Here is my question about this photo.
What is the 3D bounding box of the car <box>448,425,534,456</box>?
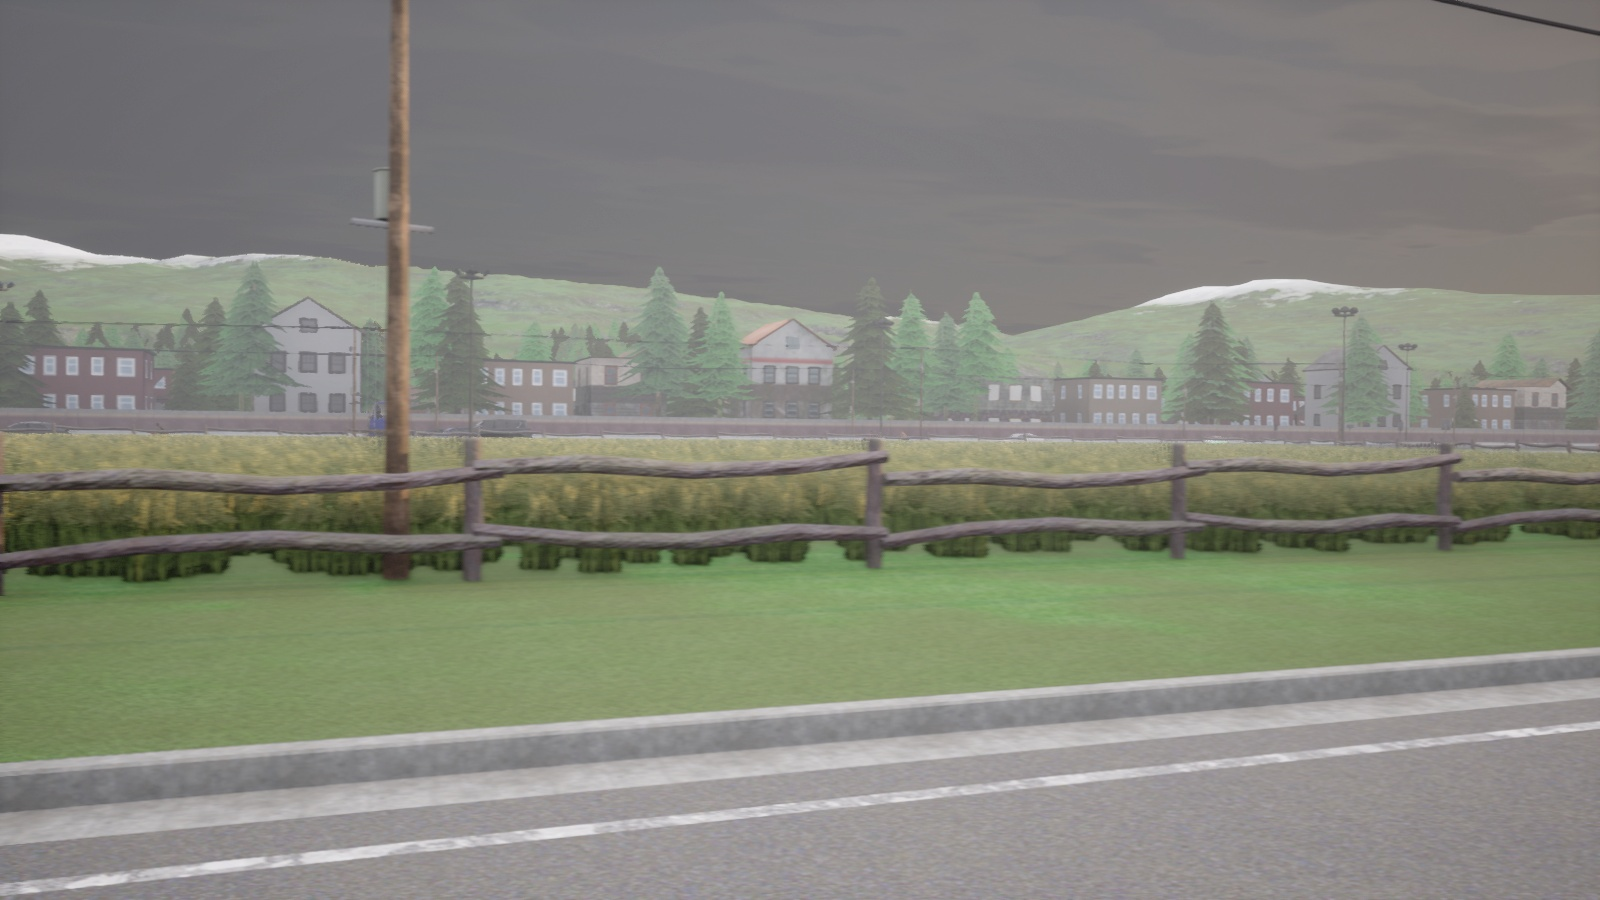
[{"bbox_3d":[-21.420,-0.668,87.129,5.566,2.045,2.150,-1,1,-21],"label":"car"}]

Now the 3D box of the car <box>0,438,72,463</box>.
[{"bbox_3d":[-49.536,0.030,80.342,4.892,1.490,1.837,-1,1,-21],"label":"car"}]
